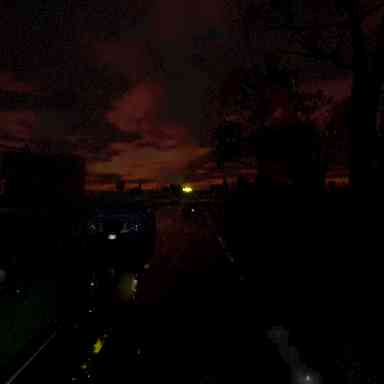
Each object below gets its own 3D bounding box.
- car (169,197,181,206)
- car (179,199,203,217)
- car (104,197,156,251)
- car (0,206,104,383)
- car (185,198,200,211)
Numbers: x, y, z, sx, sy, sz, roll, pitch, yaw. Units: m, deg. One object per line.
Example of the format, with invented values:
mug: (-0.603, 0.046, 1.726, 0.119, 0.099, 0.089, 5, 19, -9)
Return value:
car: (-2.884, 1.591, 57.398, 1.882, 1.535, 5.008, 0, 0, 0)
car: (0.063, 1.637, 32.217, 1.994, 1.385, 4.181, 0, 0, -1)
car: (-2.860, 1.256, 14.668, 2.150, 2.045, 5.566, 0, 0, 0)
car: (-2.852, 1.232, 3.699, 2.150, 2.045, 5.566, 0, 0, 0)
car: (0.036, 1.618, 43.721, 1.812, 1.442, 4.674, 0, 0, 0)
